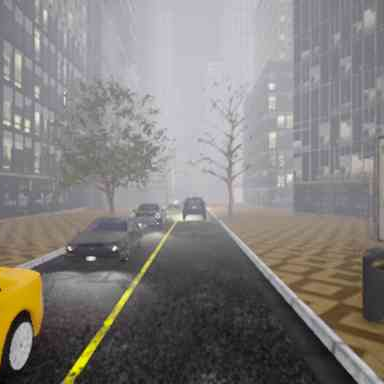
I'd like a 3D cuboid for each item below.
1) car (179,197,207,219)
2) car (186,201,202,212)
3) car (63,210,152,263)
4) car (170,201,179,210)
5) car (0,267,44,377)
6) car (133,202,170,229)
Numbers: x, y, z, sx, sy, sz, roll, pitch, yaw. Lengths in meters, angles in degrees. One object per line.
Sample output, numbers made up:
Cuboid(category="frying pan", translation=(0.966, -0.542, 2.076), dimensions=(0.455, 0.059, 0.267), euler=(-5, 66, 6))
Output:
Cuboid(category="car", translation=(0.220, 1.464, 31.556), dimensions=(2.150, 2.045, 5.566), euler=(0, 0, 0))
Cuboid(category="car", translation=(0.340, 1.899, 44.765), dimensions=(2.033, 1.411, 5.357), euler=(0, 0, 1))
Cuboid(category="car", translation=(-3.012, 1.637, 12.656), dimensions=(2.033, 1.411, 5.357), euler=(0, 0, 1))
Cuboid(category="car", translation=(-2.653, 1.997, 49.612), dimensions=(1.895, 1.301, 4.718), euler=(0, 0, 0))
Cuboid(category="car", translation=(-3.081, 1.495, 2.768), dimensions=(1.882, 1.535, 5.008), euler=(0, 0, 0))
Cuboid(category="car", translation=(-2.929, 1.521, 22.921), dimensions=(2.097, 1.767, 4.553), euler=(0, 0, 1))
